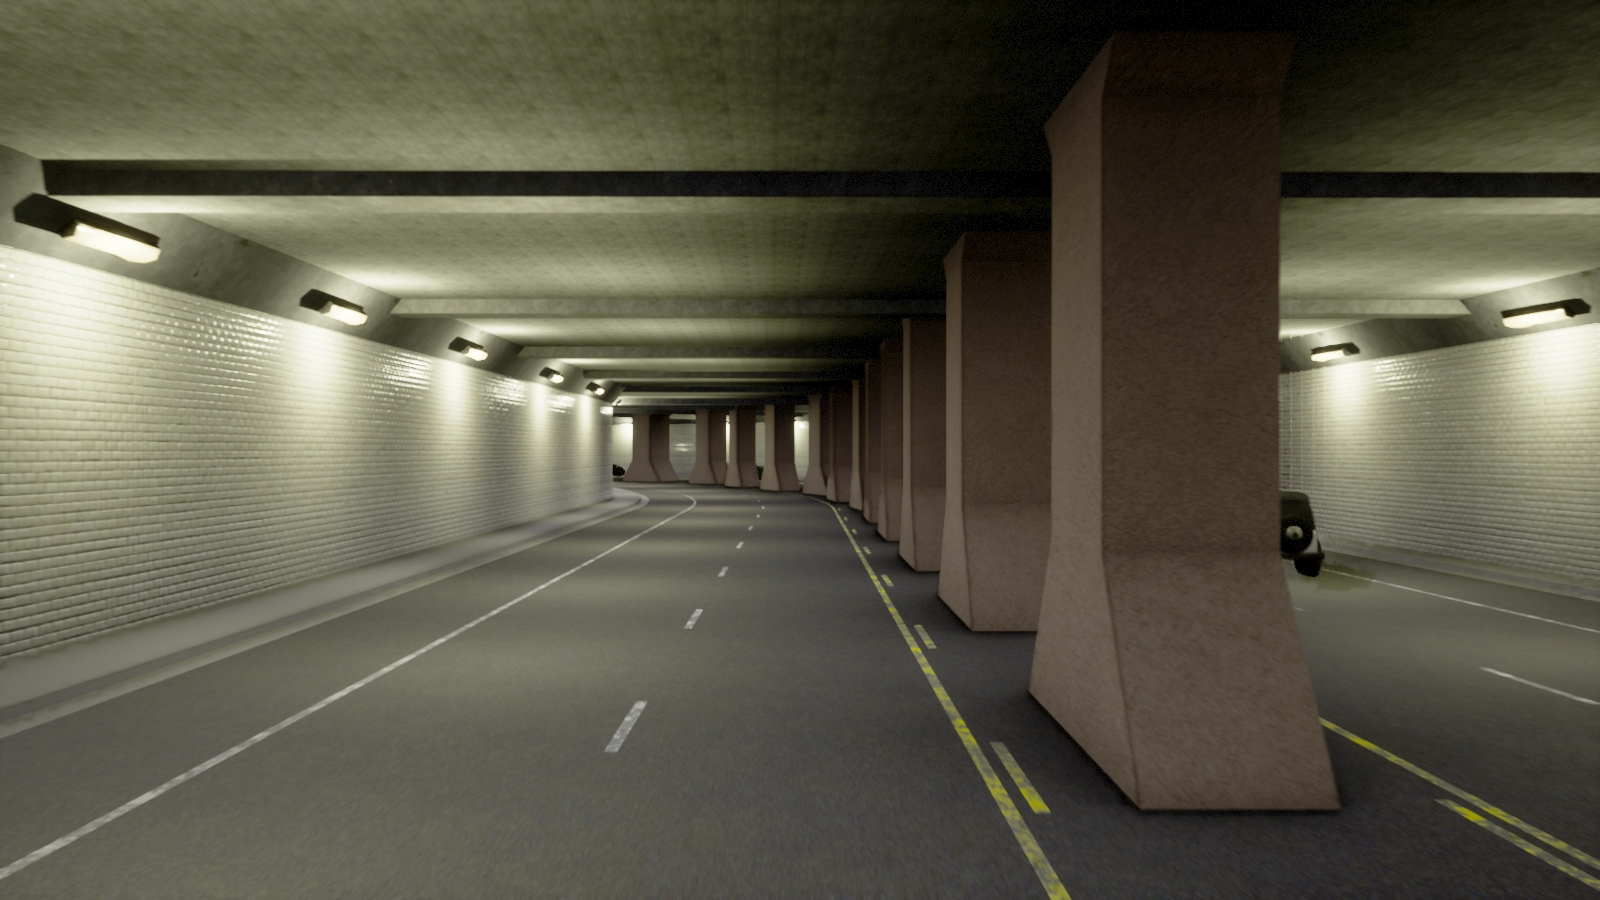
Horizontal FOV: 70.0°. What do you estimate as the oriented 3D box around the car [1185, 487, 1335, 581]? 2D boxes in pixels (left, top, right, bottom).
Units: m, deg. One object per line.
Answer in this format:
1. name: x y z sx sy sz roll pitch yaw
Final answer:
1. car: 10.490 1.857 26.364 1.905 1.878 3.866 0 0 0
